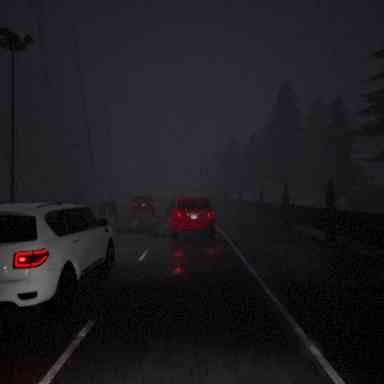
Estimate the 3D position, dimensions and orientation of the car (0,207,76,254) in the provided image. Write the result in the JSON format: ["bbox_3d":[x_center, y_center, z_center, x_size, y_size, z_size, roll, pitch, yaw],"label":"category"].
[{"bbox_3d":[-6.926,1.529,14.778,1.882,1.535,5.008,0,0,-1],"label":"car"}]

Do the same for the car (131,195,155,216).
[{"bbox_3d":[-5.067,1.339,34.441,2.150,2.045,5.566,0,0,-10],"label":"car"}]

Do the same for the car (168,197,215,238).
[{"bbox_3d":[0.011,1.284,18.291,2.150,2.045,5.566,0,0,-2],"label":"car"}]

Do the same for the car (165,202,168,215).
[{"bbox_3d":[-1.691,1.472,35.020,2.097,1.767,4.553,0,0,-10],"label":"car"}]

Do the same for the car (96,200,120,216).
[{"bbox_3d":[-8.820,1.613,35.277,2.128,1.511,4.902,0,0,-10],"label":"car"}]

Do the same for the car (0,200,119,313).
[{"bbox_3d":[-3.399,1.249,7.845,2.150,2.045,5.566,0,0,0],"label":"car"}]
